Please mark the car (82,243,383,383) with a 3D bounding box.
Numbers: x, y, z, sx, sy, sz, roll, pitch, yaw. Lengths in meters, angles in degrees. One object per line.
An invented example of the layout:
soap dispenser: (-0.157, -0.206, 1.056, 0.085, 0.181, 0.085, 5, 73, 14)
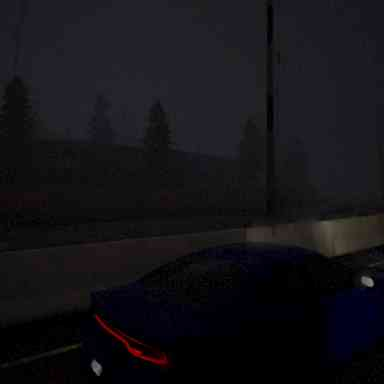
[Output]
car: (1.121, 1.448, 4.545, 5.008, 1.535, 1.882, -1, 0, -35)
